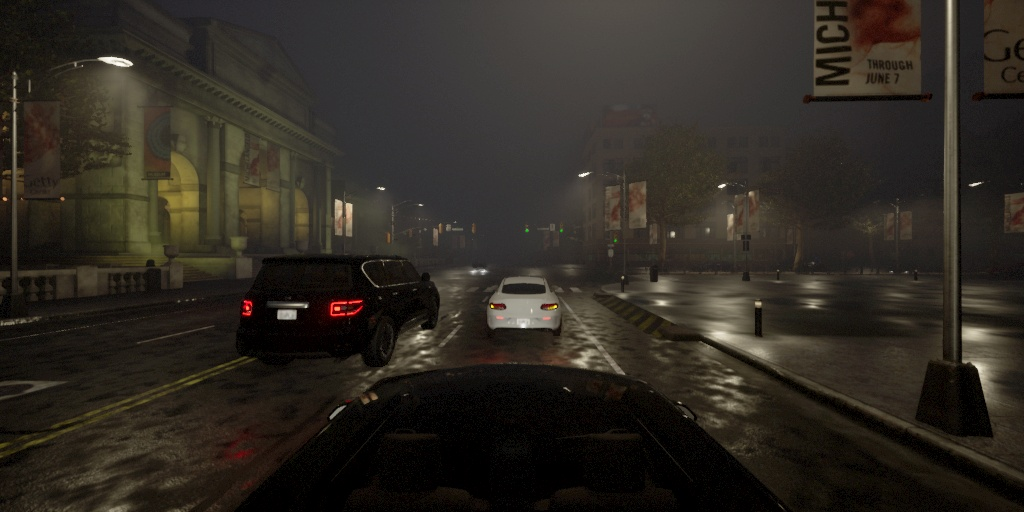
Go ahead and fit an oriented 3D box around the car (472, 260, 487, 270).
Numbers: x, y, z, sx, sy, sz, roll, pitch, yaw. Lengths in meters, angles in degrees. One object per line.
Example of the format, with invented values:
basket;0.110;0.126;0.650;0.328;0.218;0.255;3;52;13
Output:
car;-4.865;1.320;54.189;1.895;1.301;4.718;0;0;2

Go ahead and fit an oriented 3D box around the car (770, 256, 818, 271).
car;36.770;0.971;46.474;5.566;2.045;2.150;0;0;2

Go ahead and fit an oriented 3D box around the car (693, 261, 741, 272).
car;25.085;1.274;43.438;4.674;1.442;1.812;0;0;2

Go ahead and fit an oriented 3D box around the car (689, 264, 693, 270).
car;25.533;1.312;46.910;4.181;1.385;1.994;0;0;2

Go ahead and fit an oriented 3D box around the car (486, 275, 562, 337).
car;0.357;1.275;10.201;1.812;1.442;4.674;0;0;3

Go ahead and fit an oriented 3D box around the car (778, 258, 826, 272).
car;35.146;1.311;43.022;4.181;1.385;1.994;0;0;3

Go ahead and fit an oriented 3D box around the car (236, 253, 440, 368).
car;-3.244;0.971;8.046;2.150;2.045;5.566;0;0;3

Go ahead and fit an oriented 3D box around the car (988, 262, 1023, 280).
car;44.402;1.276;31.084;4.674;1.442;1.812;0;0;2
